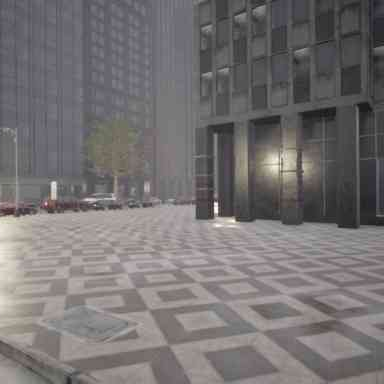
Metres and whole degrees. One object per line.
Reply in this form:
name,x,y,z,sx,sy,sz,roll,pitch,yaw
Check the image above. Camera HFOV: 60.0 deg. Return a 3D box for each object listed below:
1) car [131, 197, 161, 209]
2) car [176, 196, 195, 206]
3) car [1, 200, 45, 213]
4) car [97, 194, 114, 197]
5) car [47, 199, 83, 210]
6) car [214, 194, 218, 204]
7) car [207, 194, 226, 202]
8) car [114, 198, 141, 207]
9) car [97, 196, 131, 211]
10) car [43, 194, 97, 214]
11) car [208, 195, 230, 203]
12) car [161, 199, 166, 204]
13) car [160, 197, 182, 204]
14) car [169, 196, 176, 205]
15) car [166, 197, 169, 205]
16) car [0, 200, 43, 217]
car,-6.523,1.508,43.836,1.947,1.339,4.313,-1,0,35
car,-0.111,1.462,53.114,1.887,1.381,4.507,-1,0,35
car,-19.945,1.641,39.410,1.947,1.339,4.313,-1,0,35
car,-12.810,1.241,44.880,2.150,2.045,5.566,-1,-1,35
car,-16.739,1.641,44.049,1.802,1.307,4.206,-1,0,35
car,3.093,1.222,57.754,2.192,1.841,5.009,-1,0,35
car,5.705,1.296,76.524,2.192,1.841,5.009,-1,0,35
car,-10.326,1.612,53.327,1.802,1.307,4.206,-1,0,35
car,-9.729,1.524,39.199,1.947,1.339,4.313,-1,0,35
car,-12.937,1.289,34.561,2.192,1.841,5.009,-1,0,35
car,5.368,1.416,65.565,2.128,1.511,4.902,-1,0,35
car,-7.217,1.544,57.826,1.752,1.417,4.829,-1,0,35
car,-3.913,1.574,62.606,1.947,1.339,4.313,-1,0,35
car,-1.339,1.509,55.863,1.994,1.385,4.181,-1,0,35
car,-2.846,1.504,59.139,1.812,1.442,4.674,-1,-1,35
car,-16.141,1.576,29.921,1.802,1.307,4.206,-1,0,35
